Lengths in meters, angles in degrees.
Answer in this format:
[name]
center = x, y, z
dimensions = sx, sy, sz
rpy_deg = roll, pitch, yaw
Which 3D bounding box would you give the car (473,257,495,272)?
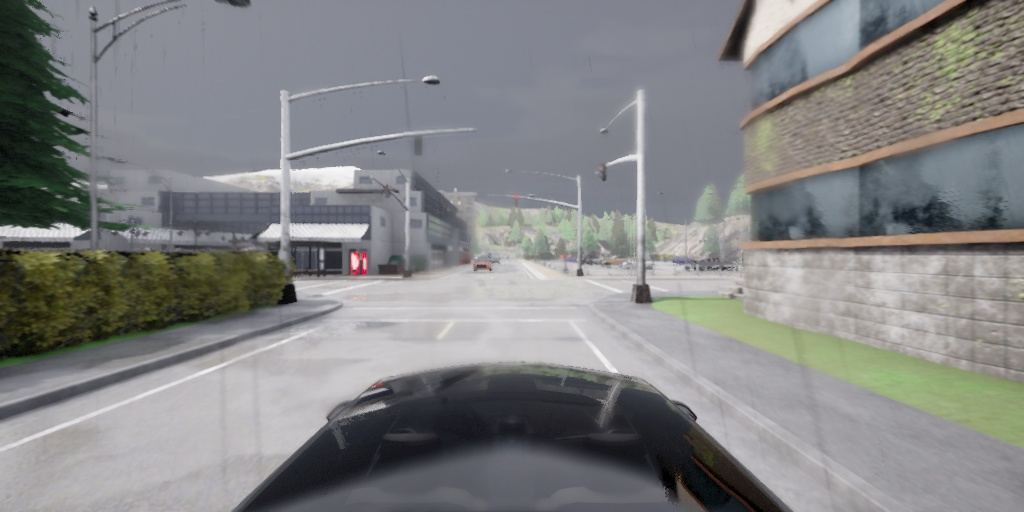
[car]
center = -3.501, 0.905, 43.385
dimensions = 2.097, 1.767, 4.553
rpy_deg = 0, 0, 0
